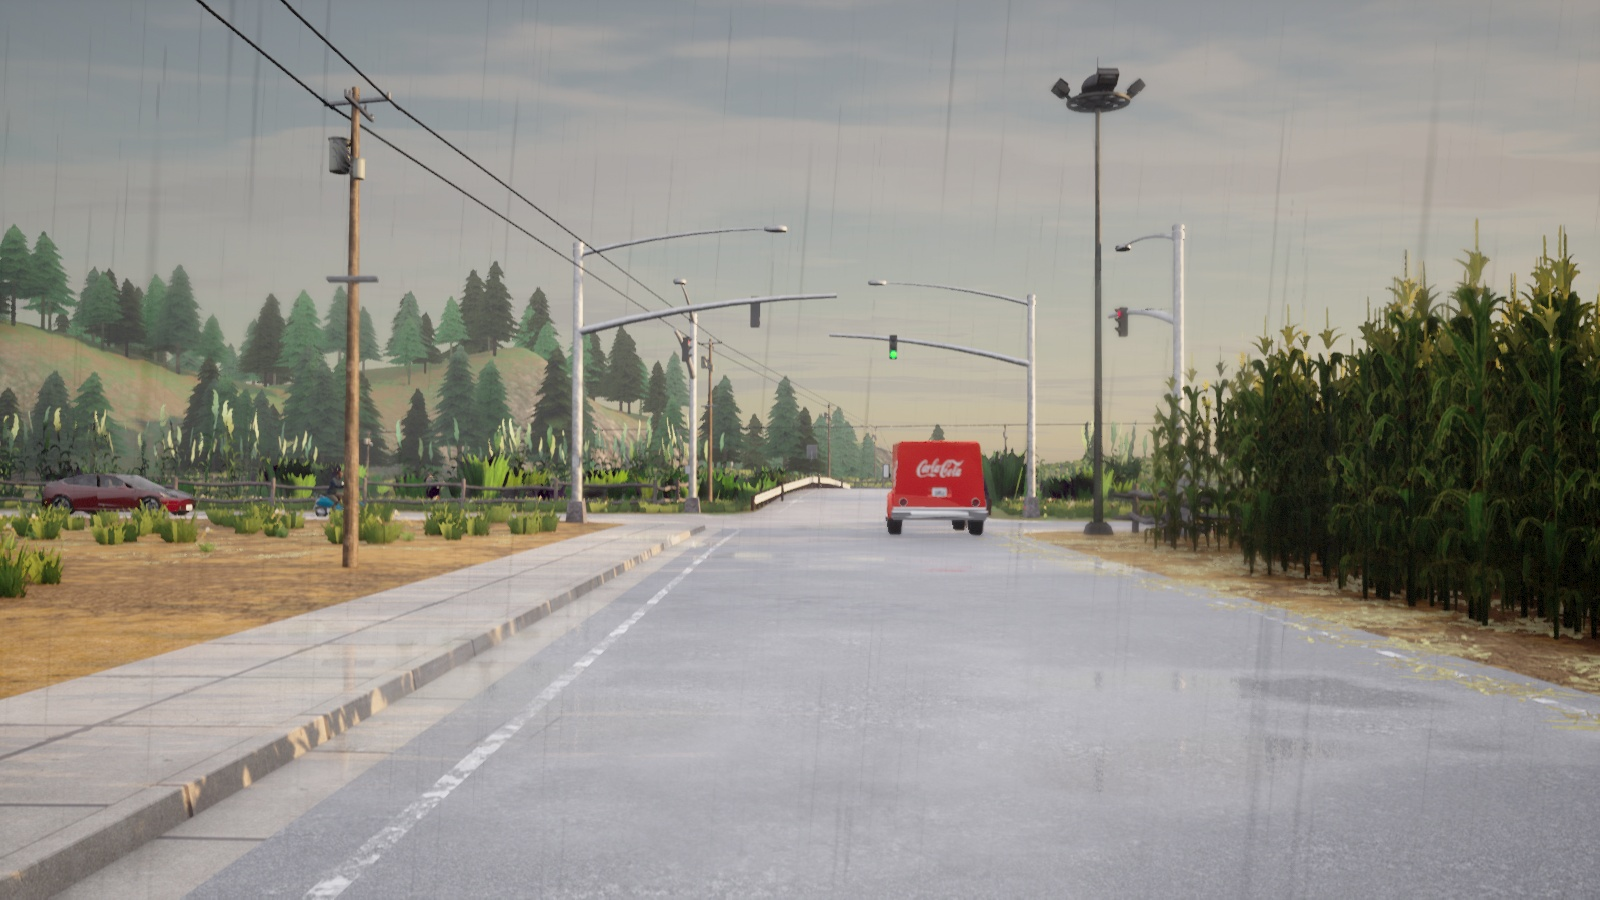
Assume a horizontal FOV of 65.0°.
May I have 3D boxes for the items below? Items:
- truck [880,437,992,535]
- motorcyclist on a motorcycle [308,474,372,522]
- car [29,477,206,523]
[{"bbox_3d":[3.596,0.967,34.312,2.627,2.467,5.204,0,-1,1],"label":"truck"},{"bbox_3d":[-15.327,1.592,41.867,1.817,1.590,0.866,0,-1,3],"label":"motorcyclist on a motorcycle"},{"bbox_3d":[-22.884,1.676,42.234,4.792,1.488,2.163,0,-1,3],"label":"car"}]
